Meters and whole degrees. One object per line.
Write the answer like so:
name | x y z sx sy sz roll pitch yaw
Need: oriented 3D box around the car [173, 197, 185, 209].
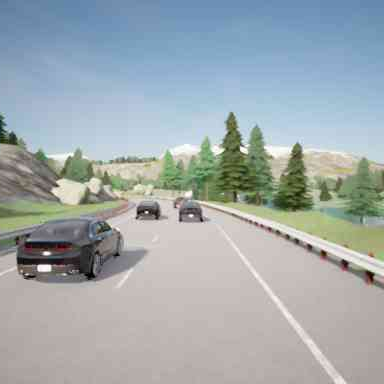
car | -1.559 1.448 45.200 2.033 1.649 4.856 0 0 -6

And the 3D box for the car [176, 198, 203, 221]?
car | -0.172 1.516 27.182 1.837 1.490 4.892 0 0 -2

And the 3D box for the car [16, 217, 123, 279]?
car | -3.399 1.509 10.079 1.837 1.490 4.892 0 0 0

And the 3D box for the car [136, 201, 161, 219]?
car | -3.759 1.490 29.223 1.882 1.535 5.008 0 0 -3
